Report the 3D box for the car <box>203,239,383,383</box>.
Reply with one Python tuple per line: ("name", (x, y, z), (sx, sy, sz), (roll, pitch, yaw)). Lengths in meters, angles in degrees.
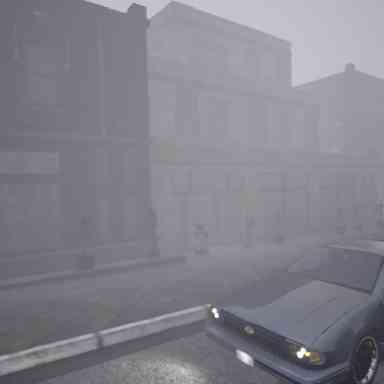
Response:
("car", (2.785, 1.527, 5.407), (5.357, 1.411, 2.033), (0, 0, -35))
